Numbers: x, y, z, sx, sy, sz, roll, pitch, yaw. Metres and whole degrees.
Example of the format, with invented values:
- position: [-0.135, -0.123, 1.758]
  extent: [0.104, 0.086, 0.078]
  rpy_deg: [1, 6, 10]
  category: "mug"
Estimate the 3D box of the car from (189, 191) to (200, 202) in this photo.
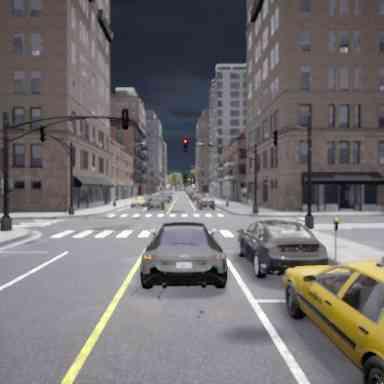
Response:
- position: [0.924, 0.927, 59.222]
  extent: [1.967, 1.590, 4.097]
  rpy_deg: [0, 1, -2]
  category: "car"

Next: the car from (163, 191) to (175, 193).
- position: [-4.683, 0.971, 66.156]
  extent: [2.033, 1.411, 5.357]
  rpy_deg: [0, 1, -1]
  category: "car"

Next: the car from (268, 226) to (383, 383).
- position: [2.554, 1.487, 4.410]
  extent: [1.752, 1.417, 4.829]
  rpy_deg: [0, 0, -2]
  category: "car"

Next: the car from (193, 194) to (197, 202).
- position: [1.428, 1.218, 42.186]
  extent: [1.802, 1.307, 4.206]
  rpy_deg: [0, 1, -2]
  category: "car"

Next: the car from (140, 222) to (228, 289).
- position: [-0.225, 1.486, 8.961]
  extent: [1.994, 1.385, 4.181]
  rpy_deg: [0, 0, -2]
  category: "car"

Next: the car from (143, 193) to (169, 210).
- position: [-3.889, 1.186, 36.729]
  extent: [1.837, 1.490, 4.892]
  rpy_deg: [0, 1, -2]
  category: "car"

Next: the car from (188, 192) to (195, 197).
- position: [-0.089, 0.709, 93.467]
  extent: [1.752, 1.417, 4.829]
  rpy_deg: [0, 1, -2]
  category: "car"

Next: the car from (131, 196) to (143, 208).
- position: [-6.588, 1.164, 41.777]
  extent: [1.752, 1.417, 4.829]
  rpy_deg: [0, 1, -2]
  category: "car"

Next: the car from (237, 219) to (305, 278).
- position: [2.394, 1.467, 9.643]
  extent: [2.008, 1.369, 4.403]
  rpy_deg: [0, 0, -2]
  category: "car"

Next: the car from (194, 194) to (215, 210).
- position: [1.596, 1.236, 36.507]
  extent: [2.008, 1.369, 4.403]
  rpy_deg: [0, 1, -2]
  category: "car"

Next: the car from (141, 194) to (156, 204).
- position: [-6.929, 1.104, 53.304]
  extent: [1.947, 1.339, 4.313]
  rpy_deg: [0, 1, -2]
  category: "car"

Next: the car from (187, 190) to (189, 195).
- position: [0.588, 0.701, 70.579]
  extent: [2.192, 1.841, 5.009]
  rpy_deg: [0, 1, -2]
  category: "car"

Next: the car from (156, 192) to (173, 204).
- position: [-4.286, 1.125, 50.666]
  extent: [1.994, 1.385, 4.181]
  rpy_deg: [0, 1, -1]
  category: "car"
